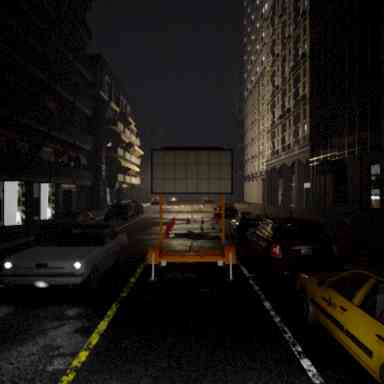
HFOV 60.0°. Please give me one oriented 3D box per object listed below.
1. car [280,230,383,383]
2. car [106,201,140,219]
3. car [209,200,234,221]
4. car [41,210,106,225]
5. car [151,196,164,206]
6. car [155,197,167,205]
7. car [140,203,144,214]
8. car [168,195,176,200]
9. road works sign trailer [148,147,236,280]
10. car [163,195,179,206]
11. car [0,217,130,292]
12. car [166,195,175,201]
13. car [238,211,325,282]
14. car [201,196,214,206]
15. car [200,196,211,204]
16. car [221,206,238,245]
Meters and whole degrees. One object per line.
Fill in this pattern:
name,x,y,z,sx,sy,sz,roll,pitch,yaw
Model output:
car,2.690,1.525,4.253,1.752,1.417,4.829,0,0,0
car,-5.690,1.568,26.677,1.947,1.339,4.313,0,0,0
car,2.691,1.568,26.677,1.947,1.339,4.313,0,0,0
car,-5.690,1.551,15.379,2.008,1.369,4.403,0,0,0
car,-5.688,1.458,54.919,1.967,1.590,4.097,0,0,0
car,-5.688,1.604,60.568,1.802,1.307,4.206,0,0,0
car,-5.689,1.530,32.156,1.752,1.417,4.829,0,0,0
car,-5.686,1.607,94.459,2.008,1.369,4.403,0,0,0
road works sign trailer,0.001,0.464,9.889,2.380,3.560,2.880,0,0,0
car,-2.997,1.608,53.798,2.033,1.411,5.357,0,0,0
car,-3.100,1.600,9.054,1.895,1.301,4.718,0,0,0
car,-5.687,1.600,88.811,2.008,1.369,4.403,0,0,0
car,2.691,1.440,9.730,1.967,1.590,4.097,0,0,0
car,2.692,1.563,54.919,1.887,1.381,4.507,0,0,0
car,2.693,1.577,66.216,2.008,1.369,4.403,0,0,0
car,2.690,1.551,15.380,2.008,1.369,4.403,0,0,0
